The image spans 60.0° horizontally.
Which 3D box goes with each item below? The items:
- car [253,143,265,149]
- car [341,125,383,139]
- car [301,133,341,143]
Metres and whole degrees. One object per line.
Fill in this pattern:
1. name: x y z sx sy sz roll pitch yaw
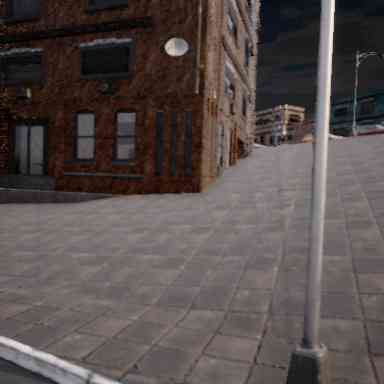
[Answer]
1. car: 8.182 -5.655 43.871 2.231 1.521 4.892 1 2 -29
2. car: 16.203 -5.142 29.418 2.185 1.767 4.553 1 2 -29
3. car: 13.527 -5.359 34.242 2.185 1.767 4.553 1 2 -29
